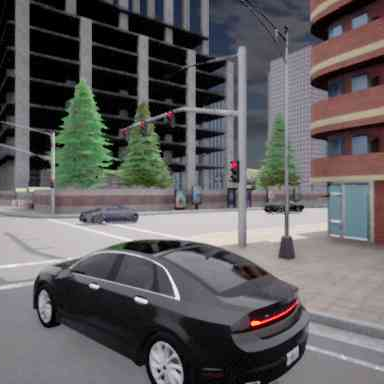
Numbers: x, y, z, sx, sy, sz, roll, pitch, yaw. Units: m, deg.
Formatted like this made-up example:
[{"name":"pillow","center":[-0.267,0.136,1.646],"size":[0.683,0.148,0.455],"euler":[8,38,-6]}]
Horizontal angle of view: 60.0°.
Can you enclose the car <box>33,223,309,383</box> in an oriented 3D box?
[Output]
[{"name":"car","center":[-0.729,1.504,5.183],"size":[4.892,1.490,1.837],"euler":[0,0,42]}]

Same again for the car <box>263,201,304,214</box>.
[{"name":"car","center":[9.763,1.652,35.460],"size":[4.718,1.301,1.895],"euler":[0,0,-35]}]

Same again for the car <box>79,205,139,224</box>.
[{"name":"car","center":[-6.008,1.614,24.314],"size":[4.181,1.385,1.994],"euler":[0,0,-35]}]
